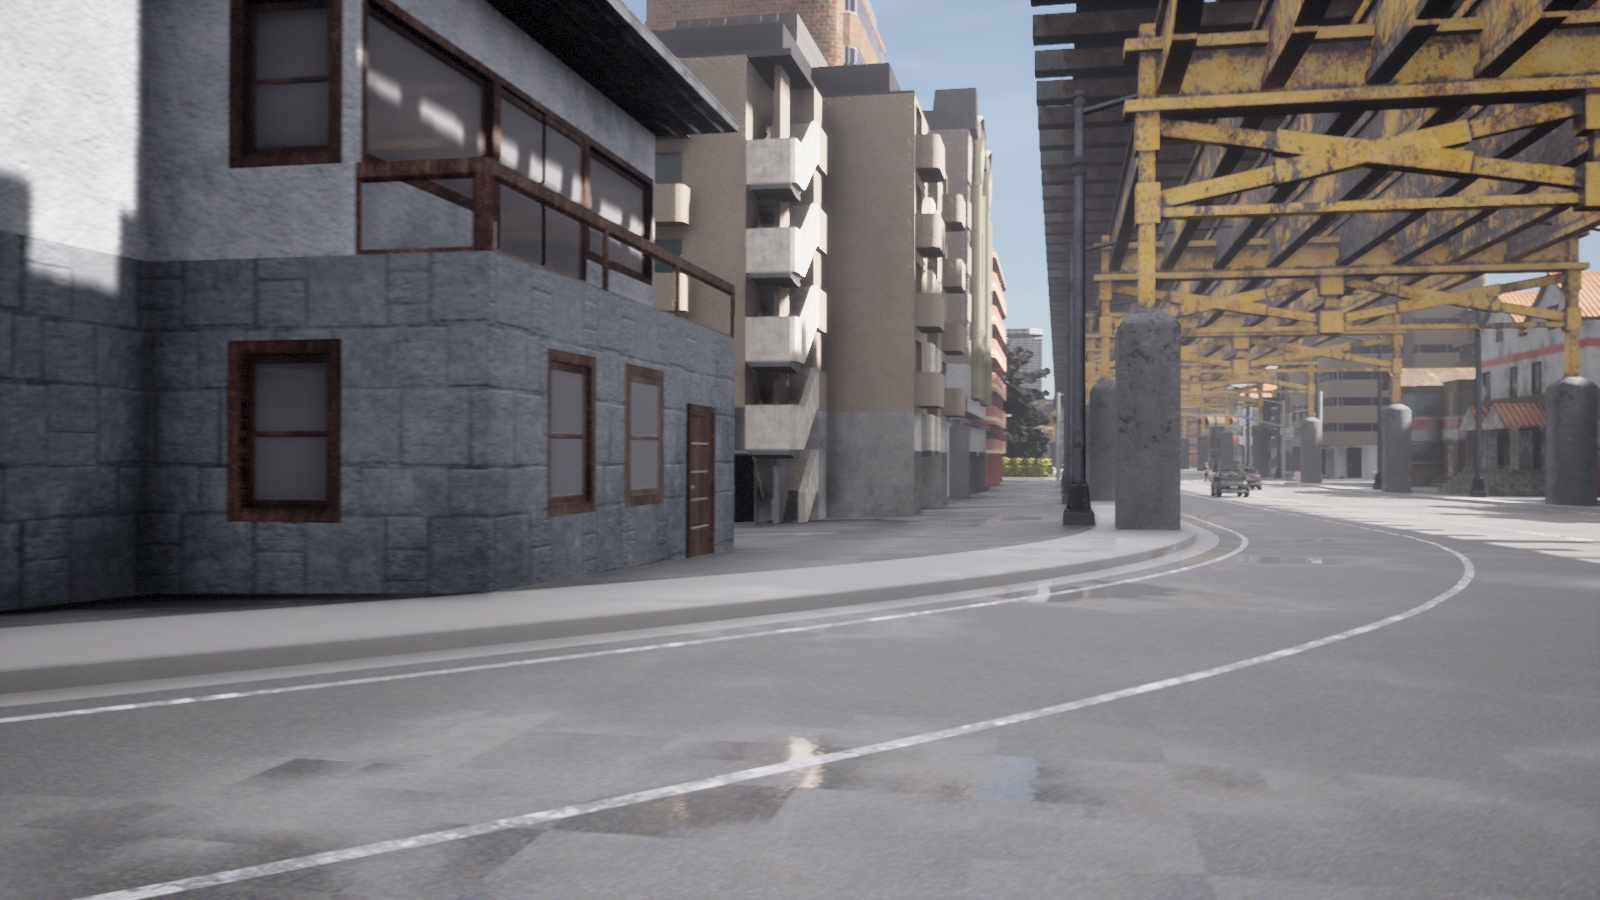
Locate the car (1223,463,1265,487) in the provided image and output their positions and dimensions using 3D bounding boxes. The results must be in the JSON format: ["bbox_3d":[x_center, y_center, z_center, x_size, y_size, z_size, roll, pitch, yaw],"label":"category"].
[{"bbox_3d":[31.723,1.768,89.868,2.242,1.667,4.611,0,0,12],"label":"car"}]

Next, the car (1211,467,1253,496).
[{"bbox_3d":[23.965,1.735,69.762,1.789,1.549,3.705,0,-1,12],"label":"car"}]
